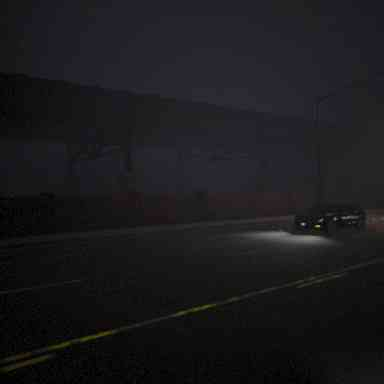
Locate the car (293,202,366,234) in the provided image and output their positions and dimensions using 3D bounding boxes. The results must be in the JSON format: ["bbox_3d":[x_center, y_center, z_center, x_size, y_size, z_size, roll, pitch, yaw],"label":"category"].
[{"bbox_3d":[7.494,1.331,17.944,4.892,1.490,1.837,-1,0,-35],"label":"car"}]
